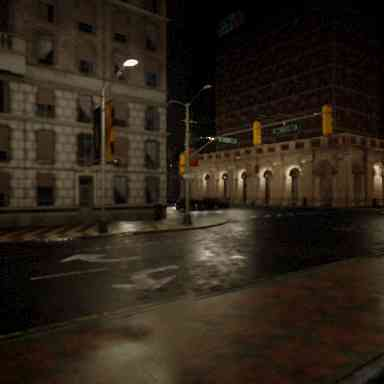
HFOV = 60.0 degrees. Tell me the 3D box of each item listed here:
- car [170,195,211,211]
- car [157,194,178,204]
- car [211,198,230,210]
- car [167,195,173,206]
[{"bbox_3d":[-0.263,1.503,41.082,1.837,1.490,4.892,0,0,-36],"label":"car"},{"bbox_3d":[-4.940,1.349,65.969,2.097,1.767,4.553,0,0,-35],"label":"car"},{"bbox_3d":[2.782,1.476,42.848,1.882,1.535,5.008,0,0,-36],"label":"car"},{"bbox_3d":[-3.134,1.476,51.120,1.882,1.535,5.008,0,0,-35],"label":"car"}]
